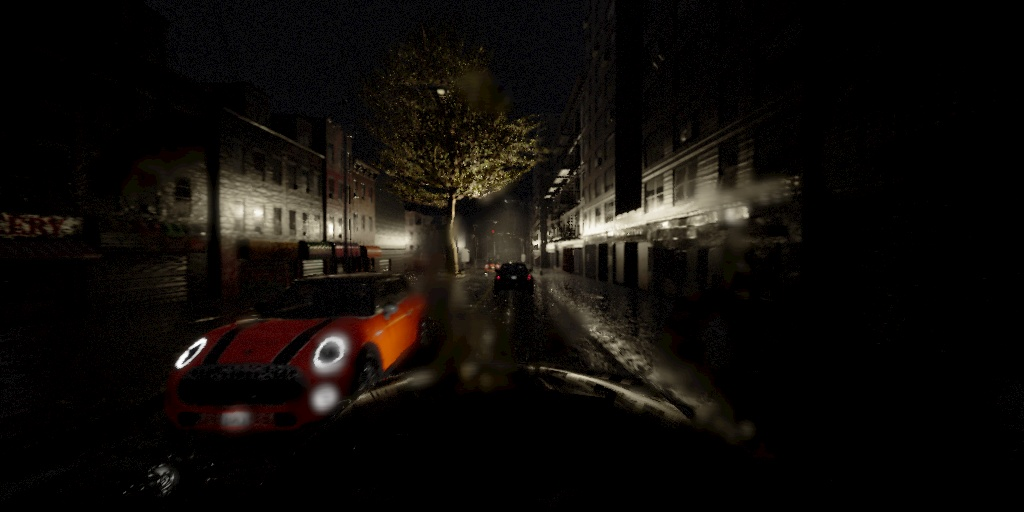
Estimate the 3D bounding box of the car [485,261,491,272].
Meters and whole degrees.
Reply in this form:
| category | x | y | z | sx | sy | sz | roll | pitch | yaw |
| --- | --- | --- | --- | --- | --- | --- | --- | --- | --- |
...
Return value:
| category | x | y | z | sx | sy | sz | roll | pitch | yaw |
| --- | --- | --- | --- | --- | --- | --- | --- | --- | --- |
| car | -2.759 | 1.449 | 51.599 | 2.097 | 1.767 | 4.553 | 0 | -1 | 0 |

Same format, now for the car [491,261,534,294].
| category | x | y | z | sx | sy | sz | roll | pitch | yaw |
| --- | --- | --- | --- | --- | --- | --- | --- | --- | --- |
| car | 0.097 | 1.145 | 20.521 | 2.097 | 1.767 | 4.553 | 0 | 0 | 0 |

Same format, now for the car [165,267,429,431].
| category | x | y | z | sx | sy | sz | roll | pitch | yaw |
| --- | --- | --- | --- | --- | --- | --- | --- | --- | --- |
| car | -2.849 | 1.102 | 5.947 | 2.097 | 1.767 | 4.553 | 0 | 0 | 0 |
